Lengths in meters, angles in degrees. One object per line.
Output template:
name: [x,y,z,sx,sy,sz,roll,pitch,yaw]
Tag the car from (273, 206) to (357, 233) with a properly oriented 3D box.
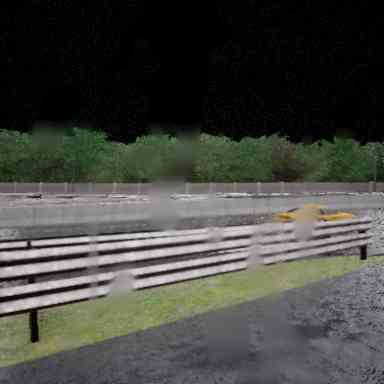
car: [6.950,1.493,18.582,5.008,1.535,1.882,-1,1,-20]
